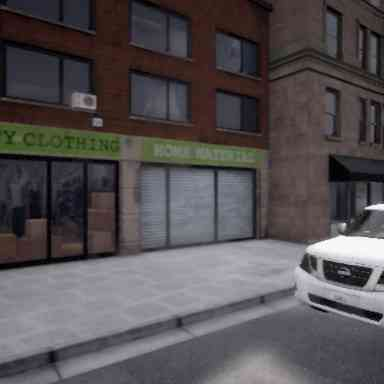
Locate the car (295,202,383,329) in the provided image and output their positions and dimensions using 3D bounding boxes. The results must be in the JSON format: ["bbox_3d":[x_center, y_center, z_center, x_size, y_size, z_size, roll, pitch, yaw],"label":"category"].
[{"bbox_3d":[4.456,1.218,6.558,5.566,2.045,2.150,0,0,-36],"label":"car"}]
